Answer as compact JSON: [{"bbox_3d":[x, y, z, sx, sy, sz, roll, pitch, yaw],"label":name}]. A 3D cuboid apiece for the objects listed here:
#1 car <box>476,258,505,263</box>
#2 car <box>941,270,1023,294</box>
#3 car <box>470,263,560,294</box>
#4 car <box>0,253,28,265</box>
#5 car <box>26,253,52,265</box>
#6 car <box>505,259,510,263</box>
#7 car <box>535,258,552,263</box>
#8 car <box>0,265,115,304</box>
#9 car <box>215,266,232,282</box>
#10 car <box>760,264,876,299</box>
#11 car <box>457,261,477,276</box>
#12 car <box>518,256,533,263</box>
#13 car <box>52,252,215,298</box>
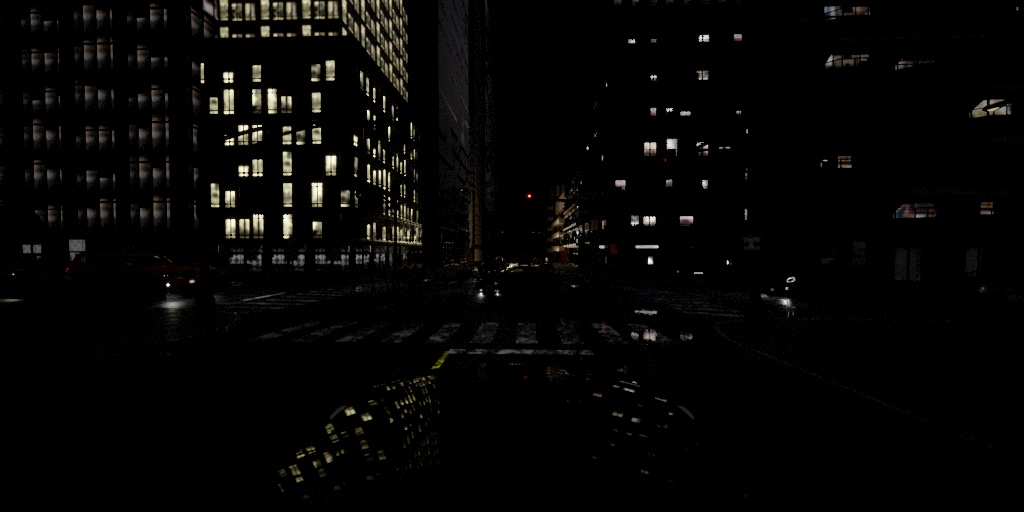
[{"bbox_3d":[-1.984,1.245,34.777,1.837,1.490,4.892,0,0,2],"label":"car"},{"bbox_3d":[28.029,1.461,20.945,4.507,1.381,1.888,0,0,3],"label":"car"},{"bbox_3d":[0.296,1.269,19.714,4.674,1.442,1.812,0,0,3],"label":"car"},{"bbox_3d":[-27.860,0.893,17.852,4.553,1.767,2.097,0,1,3],"label":"car"},{"bbox_3d":[-32.893,0.712,23.909,5.009,1.841,2.192,0,0,3],"label":"car"},{"bbox_3d":[-1.636,1.302,44.674,1.994,1.385,4.181,0,0,2],"label":"car"},{"bbox_3d":[4.072,1.288,42.411,2.007,1.370,4.403,0,0,2],"label":"car"},{"bbox_3d":[-19.868,1.204,14.915,4.403,1.370,2.007,0,0,3],"label":"car"},{"bbox_3d":[-20.960,1.029,23.292,4.829,1.417,1.751,0,0,3],"label":"car"},{"bbox_3d":[16.086,1.213,18.921,4.553,1.767,2.097,0,1,3],"label":"car"},{"bbox_3d":[-4.505,1.265,36.880,1.751,1.417,4.829,0,0,2],"label":"car"},{"bbox_3d":[2.198,0.952,63.220,2.150,2.045,5.566,0,0,2],"label":"car"},{"bbox_3d":[-18.151,0.846,17.378,5.566,2.045,2.150,1,1,3],"label":"car"}]
